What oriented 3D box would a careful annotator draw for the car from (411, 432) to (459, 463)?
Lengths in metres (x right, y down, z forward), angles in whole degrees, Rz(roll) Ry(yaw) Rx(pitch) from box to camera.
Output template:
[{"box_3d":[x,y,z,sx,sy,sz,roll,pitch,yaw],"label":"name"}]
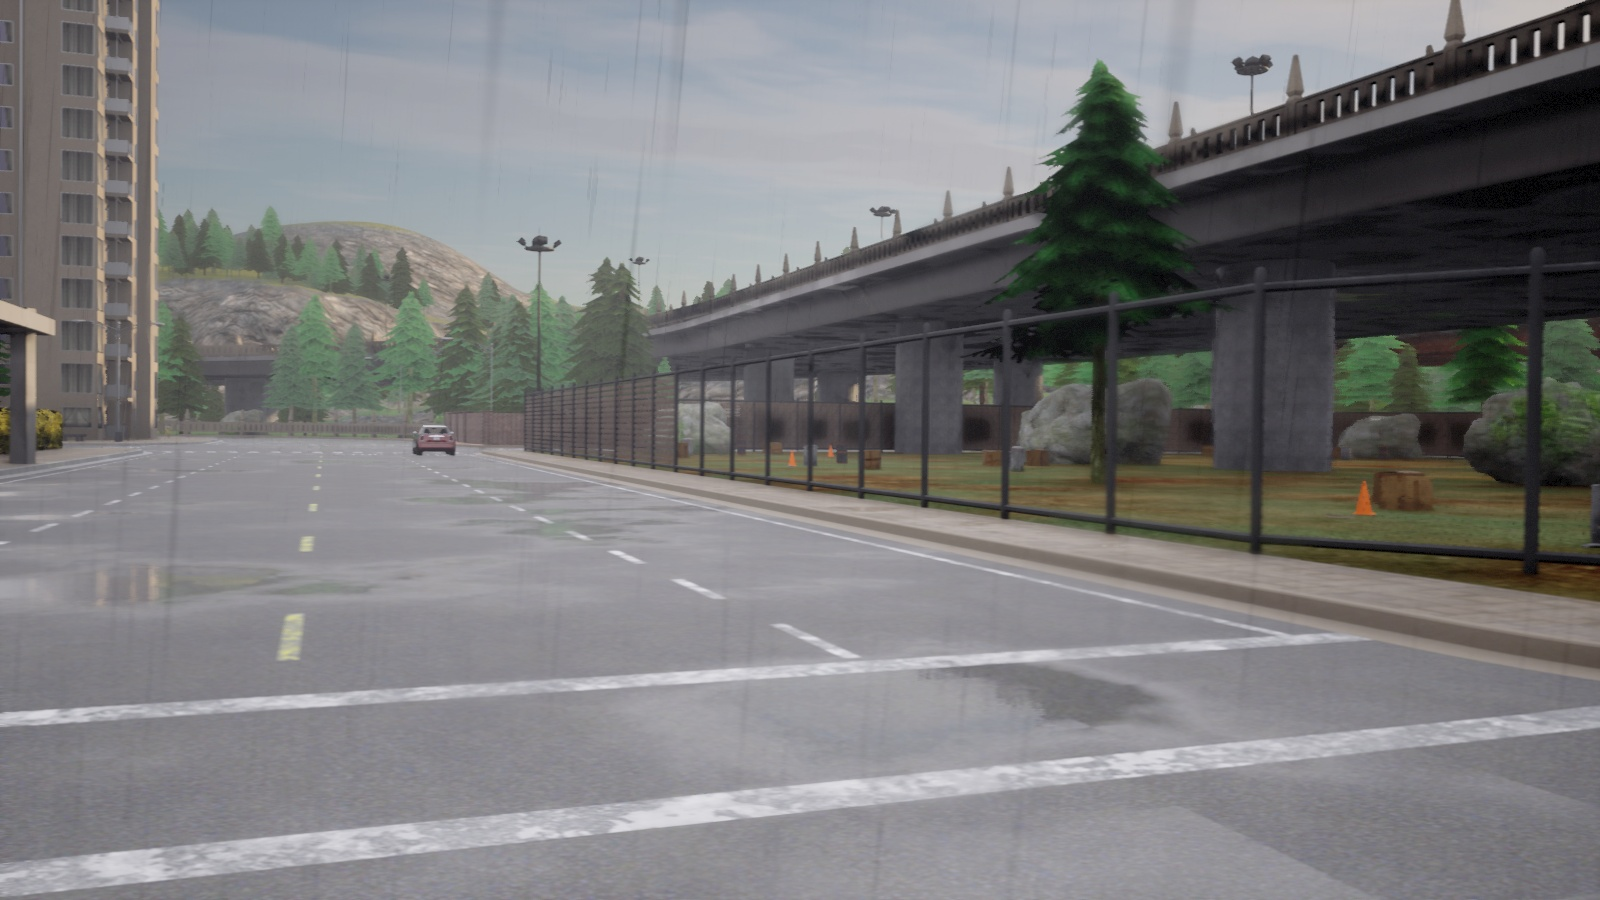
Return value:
[{"box_3d":[-18.325,-0.133,62.937,1.970,1.475,3.806,-1,1,-21],"label":"car"}]
